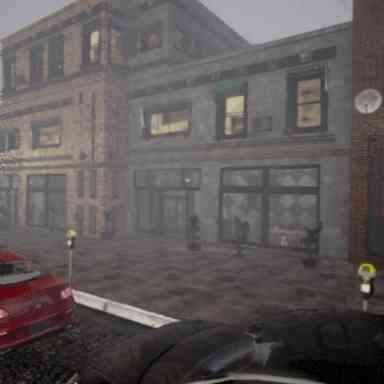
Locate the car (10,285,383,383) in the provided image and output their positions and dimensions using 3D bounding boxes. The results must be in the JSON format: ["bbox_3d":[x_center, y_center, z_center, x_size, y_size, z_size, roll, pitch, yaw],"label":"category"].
[{"bbox_3d":[0.875,1.565,2.237,4.313,1.339,1.947,0,1,36],"label":"car"}]

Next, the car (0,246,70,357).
[{"bbox_3d":[-3.630,1.566,5.452,4.206,1.307,1.802,0,1,36],"label":"car"}]
